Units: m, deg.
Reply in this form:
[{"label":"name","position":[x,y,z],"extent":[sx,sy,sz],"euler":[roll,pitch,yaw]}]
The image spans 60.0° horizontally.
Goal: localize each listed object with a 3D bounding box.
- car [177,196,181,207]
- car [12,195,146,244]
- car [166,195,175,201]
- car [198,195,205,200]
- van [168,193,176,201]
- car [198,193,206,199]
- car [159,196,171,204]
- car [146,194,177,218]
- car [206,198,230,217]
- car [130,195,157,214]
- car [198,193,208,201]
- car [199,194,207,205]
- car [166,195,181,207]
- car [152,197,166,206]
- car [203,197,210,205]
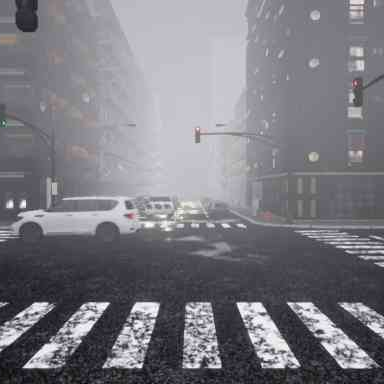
[{"label":"car","position":[-2.785,1.478,40.332],"extent":[2.128,1.511,4.902],"euler":[0,0,0]},{"label":"car","position":[-5.181,1.218,15.341],"extent":[5.566,2.045,2.150],"euler":[0,0,-1]},{"label":"car","position":[-5.199,1.491,81.120],"extent":[1.752,1.417,4.829],"euler":[-1,0,0]},{"label":"car","position":[2.700,1.539,92.313],"extent":[1.802,1.307,4.206],"euler":[-1,0,0]},{"label":"van","position":[-5.192,1.302,86.828],"extent":[1.690,1.788,3.998],"euler":[-1,0,0]},{"label":"car","position":[2.674,1.551,75.696],"extent":[1.802,1.307,4.206],"euler":[-1,0,0]},{"label":"car","position":[-5.224,1.557,64.679],"extent":[1.802,1.307,4.206],"euler":[-1,0,0]},{"label":"car","position":[-2.808,1.212,30.382],"extent":[2.150,2.045,5.566],"euler":[0,0,0]},{"label":"car","position":[2.604,1.572,31.382],"extent":[1.802,1.307,4.206],"euler":[-1,0,0]},{"label":"car","position":[-5.271,1.303,36.993],"extent":[2.192,1.841,5.009],"euler":[-1,0,0]},{"label":"car","position":[2.679,1.280,81.235],"extent":[2.192,1.841,5.009],"euler":[-1,0,0]},{"label":"car","position":[2.647,1.523,59.078],"extent":[1.887,1.381,4.507],"euler":[-1,0,0]},{"label":"car","position":[-2.760,1.334,50.395],"extent":[2.097,1.767,4.553],"euler":[0,0,0]},{"label":"car","position":[-5.241,1.563,53.605],"extent":[1.802,1.307,4.206],"euler":[-1,0,0]},{"label":"car","position":[2.612,1.539,36.921],"extent":[2.008,1.369,4.403],"euler":[-1,0,0]}]
